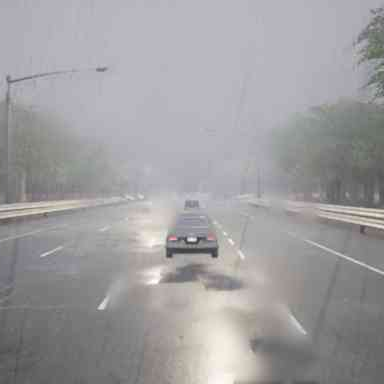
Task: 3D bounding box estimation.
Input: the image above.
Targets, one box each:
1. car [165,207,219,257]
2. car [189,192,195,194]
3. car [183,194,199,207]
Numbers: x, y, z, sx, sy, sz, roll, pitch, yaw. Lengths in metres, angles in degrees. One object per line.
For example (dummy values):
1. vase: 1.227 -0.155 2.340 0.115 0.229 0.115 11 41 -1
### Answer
1. car: 0.001 1.528 12.867 2.033 1.411 5.357 0 0 0
2. car: 0.011 1.388 73.545 1.837 1.490 4.892 0 0 0
3. car: 0.003 1.411 44.382 1.882 1.535 5.008 0 0 0
